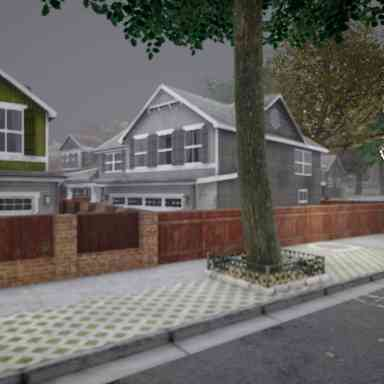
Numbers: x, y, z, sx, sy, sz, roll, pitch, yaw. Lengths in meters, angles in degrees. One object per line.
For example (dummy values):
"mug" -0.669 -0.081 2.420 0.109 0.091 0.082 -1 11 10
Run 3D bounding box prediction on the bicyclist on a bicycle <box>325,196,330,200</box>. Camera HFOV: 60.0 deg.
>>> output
"bicyclist on a bicycle" 15.501 1.261 38.100 0.582 1.620 1.656 1 1 43
